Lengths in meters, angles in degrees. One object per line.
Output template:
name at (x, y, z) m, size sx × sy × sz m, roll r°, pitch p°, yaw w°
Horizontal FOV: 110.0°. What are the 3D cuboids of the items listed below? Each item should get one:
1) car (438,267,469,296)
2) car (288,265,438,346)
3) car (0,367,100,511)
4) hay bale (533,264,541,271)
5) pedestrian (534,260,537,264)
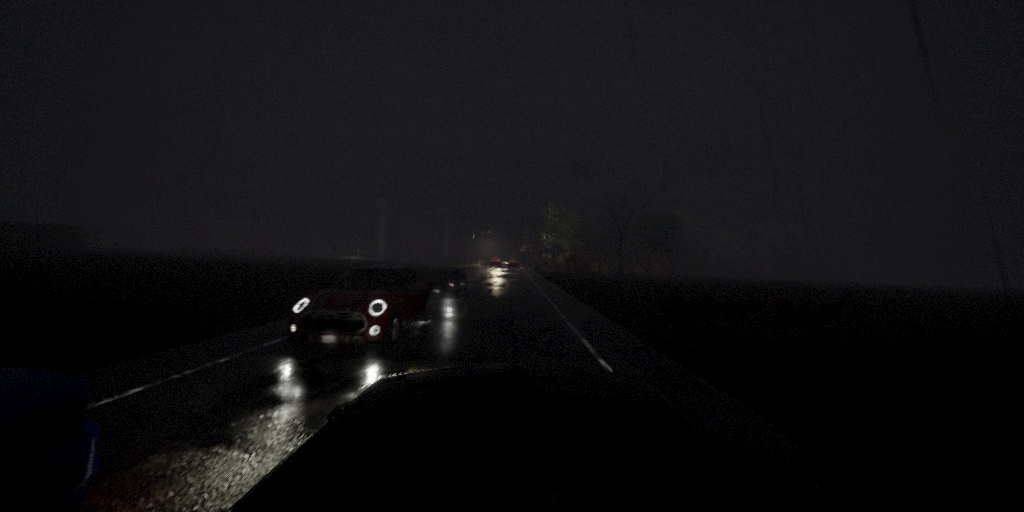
car at (-3.507, 1.306, 19.692) m, size 2.033 × 1.411 × 5.357 m, roll 2°, pitch 0°, yaw 0°
car at (-3.541, 1.046, 9.253) m, size 2.097 × 1.767 × 4.553 m, roll 2°, pitch 0°, yaw 0°
car at (-3.578, 1.116, 0.120) m, size 1.882 × 1.535 × 5.008 m, roll 2°, pitch 0°, yaw 0°
hay bale at (4.207, 1.880, 59.867) m, size 1.220 × 1.180 × 1.240 m, roll 0°, pitch 0°, yaw 0°
pedestrian at (3.939, 1.526, 60.985) m, size 0.375 × 1.860 × 0.375 m, roll 1°, pitch 0°, yaw -2°
